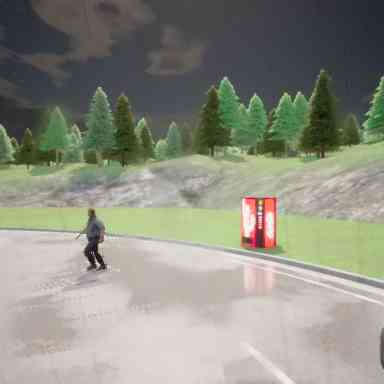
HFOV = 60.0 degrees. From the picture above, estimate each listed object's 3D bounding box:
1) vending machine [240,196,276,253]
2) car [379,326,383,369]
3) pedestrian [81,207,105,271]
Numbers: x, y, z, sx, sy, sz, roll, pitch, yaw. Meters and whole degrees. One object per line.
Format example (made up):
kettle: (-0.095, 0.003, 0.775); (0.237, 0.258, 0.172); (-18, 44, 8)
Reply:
vending machine: (2.591, 1.195, 12.978); (1.100, 2.100, 0.880); (0, 0, -40)
car: (3.289, 1.505, 1.933); (1.837, 1.490, 4.892); (0, 0, -7)
pedestrian: (-2.748, 1.294, 9.251); (0.375, 1.860, 0.375); (0, 0, -42)
